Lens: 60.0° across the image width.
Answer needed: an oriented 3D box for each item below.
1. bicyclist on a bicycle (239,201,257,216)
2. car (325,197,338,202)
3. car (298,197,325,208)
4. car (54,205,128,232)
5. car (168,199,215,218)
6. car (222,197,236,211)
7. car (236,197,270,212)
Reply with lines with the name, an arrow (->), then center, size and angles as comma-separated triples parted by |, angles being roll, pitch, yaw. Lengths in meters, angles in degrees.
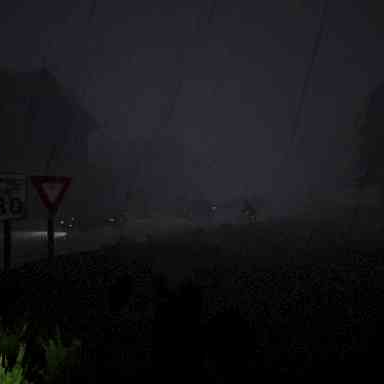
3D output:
bicyclist on a bicycle -> 3.316, 1.370, 19.626 | 1.656, 1.620, 0.582 | 3, 2, 36
car -> 20.361, 1.466, 49.518 | 1.895, 1.301, 4.718 | 0, 0, 36
car -> 14.676, 1.390, 41.483 | 1.812, 1.442, 4.674 | 0, 0, 36
car -> -5.728, 1.428, 19.224 | 1.994, 1.385, 4.181 | 0, 0, 36
car -> 0.046, 1.369, 27.295 | 1.837, 1.490, 4.892 | 0, 0, 36
car -> 5.141, 1.321, 39.360 | 1.816, 1.474, 4.193 | 7, 4, 33
car -> 7.178, 1.365, 37.247 | 1.837, 1.490, 4.892 | 0, 1, 36
